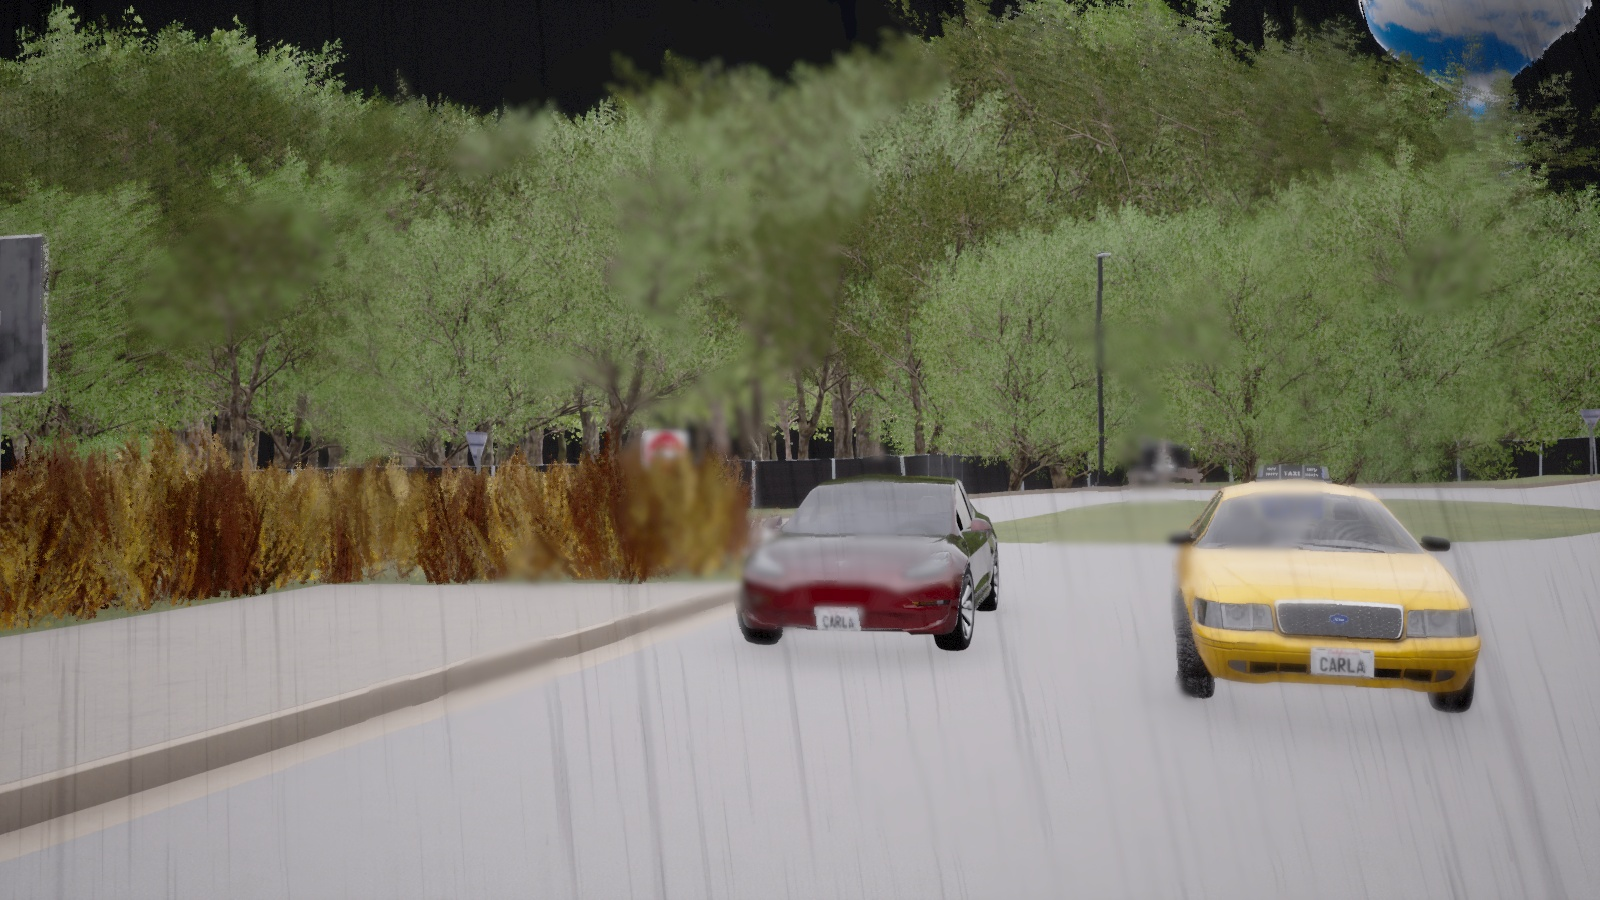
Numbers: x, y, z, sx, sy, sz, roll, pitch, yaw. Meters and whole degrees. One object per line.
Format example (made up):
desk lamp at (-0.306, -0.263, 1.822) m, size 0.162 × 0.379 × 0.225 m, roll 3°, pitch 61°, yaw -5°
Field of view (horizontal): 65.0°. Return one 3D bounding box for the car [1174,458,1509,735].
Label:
car at (3.950, 0.863, 10.039) m, size 1.801 × 1.575 × 5.366 m, roll 0°, pitch 0°, yaw 16°

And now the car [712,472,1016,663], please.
car at (0.887, 0.986, 12.515) m, size 2.163 × 1.488 × 4.792 m, roll -1°, pitch -1°, yaw 13°
